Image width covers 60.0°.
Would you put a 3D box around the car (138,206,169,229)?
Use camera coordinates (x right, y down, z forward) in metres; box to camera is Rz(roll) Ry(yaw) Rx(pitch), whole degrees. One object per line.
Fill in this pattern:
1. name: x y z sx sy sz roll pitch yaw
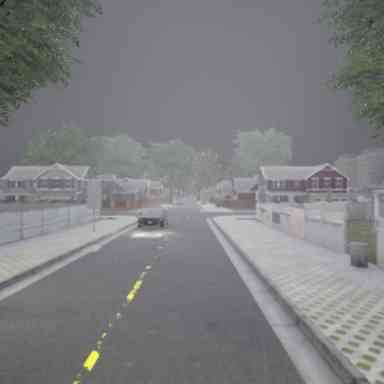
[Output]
1. car: -2.816 1.812 24.839 1.882 1.535 5.008 0 -1 0

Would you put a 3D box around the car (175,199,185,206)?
1. car: -2.787 2.372 76.449 2.097 1.767 4.553 0 -1 0
